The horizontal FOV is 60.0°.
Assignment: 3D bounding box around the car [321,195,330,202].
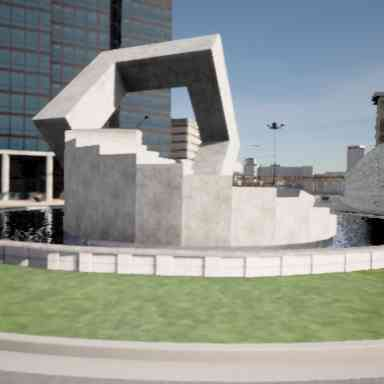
[{"bbox_3d":[31.966,1.513,79.911,1.837,1.490,4.892,1,0,22],"label":"car"}]
